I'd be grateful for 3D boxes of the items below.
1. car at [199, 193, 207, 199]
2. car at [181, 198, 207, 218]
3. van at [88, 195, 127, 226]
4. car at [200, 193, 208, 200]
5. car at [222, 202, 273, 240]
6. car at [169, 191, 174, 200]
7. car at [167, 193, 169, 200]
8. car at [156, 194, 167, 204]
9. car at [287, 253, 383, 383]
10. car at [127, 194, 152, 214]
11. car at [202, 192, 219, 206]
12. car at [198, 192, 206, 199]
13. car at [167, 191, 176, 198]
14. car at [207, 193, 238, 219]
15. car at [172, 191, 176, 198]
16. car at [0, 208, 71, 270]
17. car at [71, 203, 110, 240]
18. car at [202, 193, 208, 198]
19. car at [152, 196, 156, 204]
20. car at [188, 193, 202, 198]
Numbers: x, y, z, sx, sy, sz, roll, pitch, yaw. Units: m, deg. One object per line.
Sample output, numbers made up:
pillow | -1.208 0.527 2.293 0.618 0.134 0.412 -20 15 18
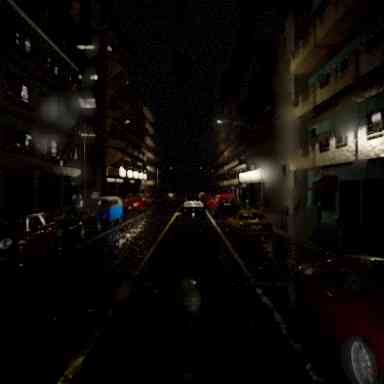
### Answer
car | 2.706 1.070 83.278 1.947 1.339 4.313 -1 0 0
car | 0.109 1.432 28.003 1.895 1.301 4.718 0 0 0
van | -5.664 1.210 21.687 1.690 1.788 3.998 -1 0 0
car | 2.703 1.061 77.846 1.752 1.417 4.829 -1 0 0
car | 2.684 1.427 16.225 1.752 1.417 4.829 -1 0 0
car | -5.678 1.121 72.106 2.008 1.369 4.403 -1 0 0
car | -5.681 1.218 60.902 1.802 1.307 4.206 -1 0 0
car | -5.683 1.251 55.300 1.802 1.307 4.206 -1 0 0
car | 2.682 1.552 4.851 1.802 1.307 4.206 -1 0 0
car | -5.684 1.117 32.890 2.192 1.841 5.009 -1 0 0
car | 2.692 1.017 49.665 2.192 1.841 5.009 -1 0 0
car | 2.705 0.911 88.880 1.967 1.590 4.097 -1 0 0
car | -5.674 0.754 94.512 2.192 1.841 5.009 -1 0 0
car | 2.685 1.151 27.257 2.192 1.841 5.009 -1 0 0
car | -5.675 1.055 83.310 2.008 1.369 4.403 -1 0 0
car | -5.666 1.376 10.483 1.967 1.590 4.097 -1 0 0
car | -5.663 1.453 16.086 2.008 1.369 4.403 -1 0 0
car | 2.688 1.084 38.461 2.192 1.841 5.009 -1 0 0
car | -5.696 1.319 38.494 2.008 1.369 4.403 -1 0 0
car | 0.114 1.239 44.596 1.837 1.490 4.892 0 1 0
